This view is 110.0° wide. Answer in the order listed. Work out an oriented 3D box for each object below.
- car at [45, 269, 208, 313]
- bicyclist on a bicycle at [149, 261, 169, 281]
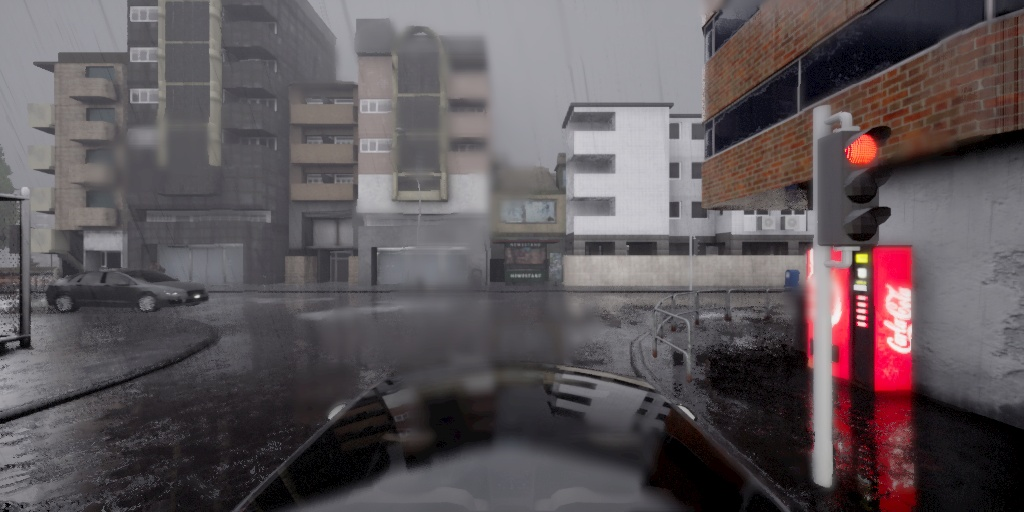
[{"bbox_3d":[-14.161,1.254,13.352,4.892,1.490,1.837,0,0,0],"label":"car"},{"bbox_3d":[-21.609,1.099,21.745,0.582,1.620,1.656,0,0,0],"label":"bicyclist on a bicycle"}]
